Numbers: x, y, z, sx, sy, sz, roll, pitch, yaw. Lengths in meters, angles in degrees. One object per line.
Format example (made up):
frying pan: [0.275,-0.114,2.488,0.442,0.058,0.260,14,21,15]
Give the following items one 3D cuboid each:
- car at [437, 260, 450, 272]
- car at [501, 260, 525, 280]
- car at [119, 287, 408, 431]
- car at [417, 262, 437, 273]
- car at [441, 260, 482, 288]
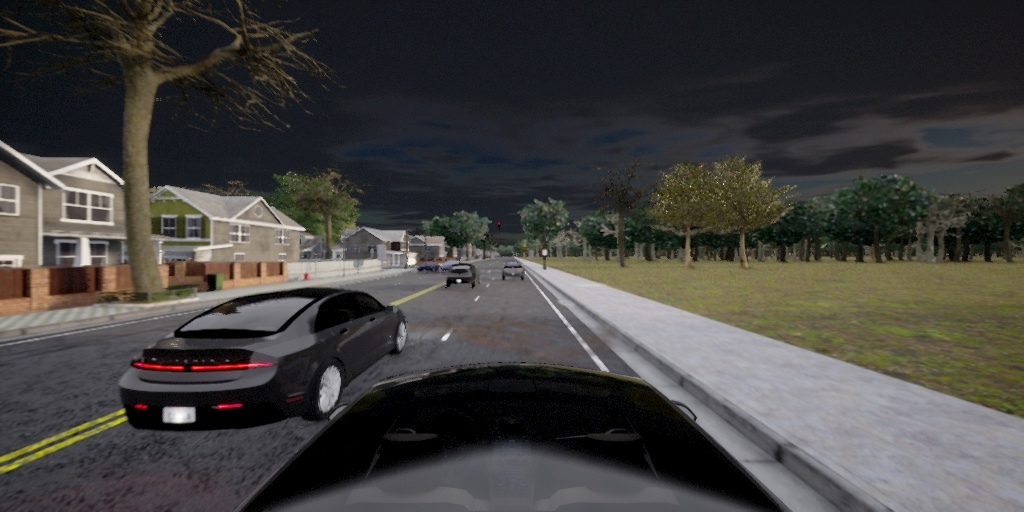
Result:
car: [-6.559,1.200,39.599,1.882,1.535,5.008,0,0,0]
car: [0.092,1.220,30.558,2.128,1.511,4.902,0,0,0]
car: [-3.150,1.252,5.816,1.837,1.490,4.892,0,0,0]
car: [-9.786,1.322,42.523,1.895,1.301,4.718,0,0,1]
car: [-3.154,1.238,23.734,1.837,1.490,4.892,0,0,0]
